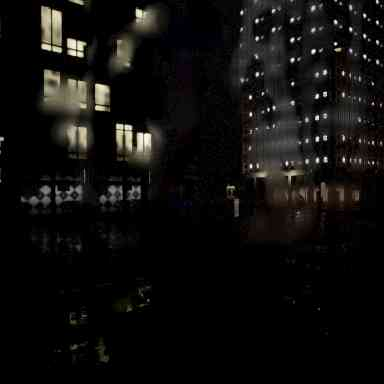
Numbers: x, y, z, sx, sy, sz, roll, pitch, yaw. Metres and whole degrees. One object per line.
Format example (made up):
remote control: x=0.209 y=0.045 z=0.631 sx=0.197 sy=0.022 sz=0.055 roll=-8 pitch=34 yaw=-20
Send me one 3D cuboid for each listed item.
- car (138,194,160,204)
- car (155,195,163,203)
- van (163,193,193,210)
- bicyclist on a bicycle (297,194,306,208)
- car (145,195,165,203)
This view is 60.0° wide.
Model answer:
car: x=-7.846 y=1.203 z=59.831 sx=1.882 sy=1.535 sz=5.008 roll=-1 pitch=1 yaw=-34
car: x=-3.913 y=1.035 z=58.659 sx=2.192 sy=1.841 sz=5.009 roll=0 pitch=0 yaw=-34
van: x=-1.517 y=1.210 z=40.203 sx=1.690 sy=1.788 sz=3.998 roll=0 pitch=0 yaw=-34
bicyclist on a bicycle: x=12.874 y=1.117 z=39.154 sx=1.656 sy=1.620 sz=0.582 roll=-1 pitch=1 yaw=-34
car: x=-7.023 y=1.237 z=63.244 sx=1.887 sy=1.381 sz=4.507 roll=0 pitch=0 yaw=-34
